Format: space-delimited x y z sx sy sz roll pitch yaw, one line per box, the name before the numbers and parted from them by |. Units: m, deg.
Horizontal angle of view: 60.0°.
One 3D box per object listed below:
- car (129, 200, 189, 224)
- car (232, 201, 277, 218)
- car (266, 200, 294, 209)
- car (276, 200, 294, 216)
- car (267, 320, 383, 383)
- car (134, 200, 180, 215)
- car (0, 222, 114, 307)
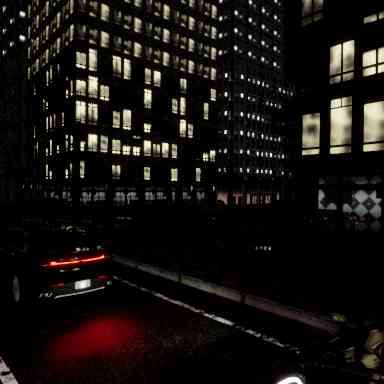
car | -2.559 1.524 26.520 5.009 1.841 2.192 1 0 -40
car | 6.180 1.833 33.915 4.829 1.417 1.752 1 0 -40
car | 13.547 1.882 51.124 4.313 1.339 1.947 1 0 -40
car | 10.356 1.936 37.449 4.206 1.307 1.802 1 0 -40
car | 2.420 1.352 1.331 2.097 1.767 4.553 0 0 -41
car | -3.800 1.648 36.449 4.829 1.417 1.752 1 0 -40
car | -3.662 1.501 8.124 1.837 1.490 4.892 0 0 -41
